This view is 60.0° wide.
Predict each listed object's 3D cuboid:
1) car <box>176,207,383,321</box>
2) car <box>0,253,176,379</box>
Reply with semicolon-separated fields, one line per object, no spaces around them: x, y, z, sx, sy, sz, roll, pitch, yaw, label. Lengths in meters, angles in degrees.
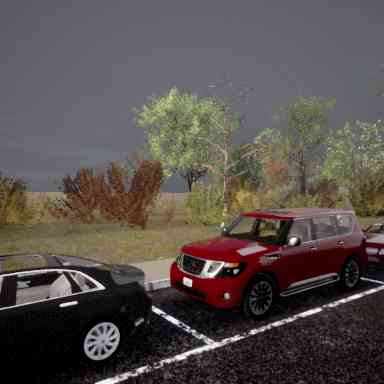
1.971;1.316;7.487;5.009;1.841;2.192;0;1;-35;car
-2.635;1.551;4.209;4.403;1.369;2.008;0;1;-35;car
